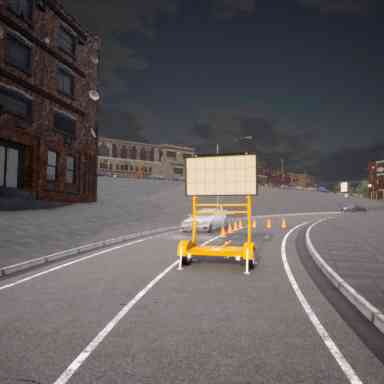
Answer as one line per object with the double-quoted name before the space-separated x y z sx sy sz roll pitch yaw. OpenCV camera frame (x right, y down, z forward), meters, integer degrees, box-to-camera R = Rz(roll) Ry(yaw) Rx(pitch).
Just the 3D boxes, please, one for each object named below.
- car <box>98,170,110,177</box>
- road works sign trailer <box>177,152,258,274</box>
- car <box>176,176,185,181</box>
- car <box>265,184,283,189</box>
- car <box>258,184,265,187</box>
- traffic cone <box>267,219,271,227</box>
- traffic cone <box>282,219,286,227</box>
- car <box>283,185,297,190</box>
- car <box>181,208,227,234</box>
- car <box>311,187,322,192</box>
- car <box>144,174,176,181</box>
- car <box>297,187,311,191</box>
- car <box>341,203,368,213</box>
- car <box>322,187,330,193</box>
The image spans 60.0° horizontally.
"car" -15.286 -2.773 52.301 4.553 1.767 2.185 2 -5 -32
"road works sign trailer" 1.002 0.528 10.974 2.380 3.560 2.880 -1 -1 18
"car" -1.282 -2.058 60.924 4.892 1.521 2.231 3 -5 -32
"car" 17.080 -1.031 73.611 4.792 1.488 2.163 3 -6 -37
"car" 12.484 -1.455 70.215 4.553 1.767 2.185 3 -6 -35
"traffic cone" 5.373 2.167 23.223 0.340 0.580 0.340 -2 -1 17
"traffic cone" 6.325 2.137 22.929 0.340 0.580 0.340 -2 -1 17
"car" 21.445 -0.754 76.979 4.674 1.452 2.002 3 -6 -38
"car" 0.887 1.782 21.177 1.812 1.442 4.674 -2 -2 22
"car" 29.961 -0.341 84.021 4.553 1.767 2.185 4 -6 -40
"car" -5.974 -2.264 58.025 4.892 1.521 2.231 2 -5 -32
"car" 25.660 -0.523 80.381 4.892 1.521 2.231 4 -6 -39
"car" 24.406 2.357 49.949 4.902 1.511 2.128 1 -4 -34
"car" 34.176 -0.132 87.719 5.566 2.045 2.435 5 -6 -41
